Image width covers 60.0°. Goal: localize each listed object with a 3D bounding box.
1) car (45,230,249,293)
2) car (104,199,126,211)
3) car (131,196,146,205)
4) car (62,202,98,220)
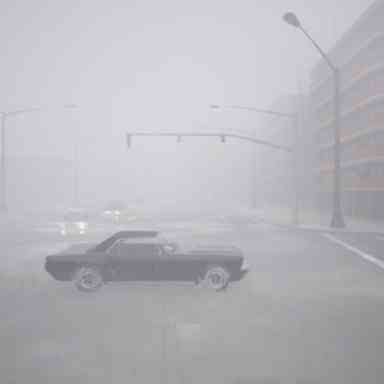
[{"bbox_3d":[-1.002,1.652,8.431,4.718,1.301,1.895,0,0,-1],"label":"car"},{"bbox_3d":[-9.483,1.582,41.250,1.994,1.385,4.181,0,1,0],"label":"car"},{"bbox_3d":[-9.246,1.408,57.516,2.033,1.411,5.357,0,1,1],"label":"car"},{"bbox_3d":[-9.619,1.627,29.151,1.812,1.442,4.674,0,0,1],"label":"car"}]
